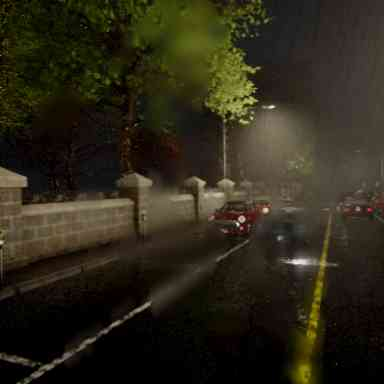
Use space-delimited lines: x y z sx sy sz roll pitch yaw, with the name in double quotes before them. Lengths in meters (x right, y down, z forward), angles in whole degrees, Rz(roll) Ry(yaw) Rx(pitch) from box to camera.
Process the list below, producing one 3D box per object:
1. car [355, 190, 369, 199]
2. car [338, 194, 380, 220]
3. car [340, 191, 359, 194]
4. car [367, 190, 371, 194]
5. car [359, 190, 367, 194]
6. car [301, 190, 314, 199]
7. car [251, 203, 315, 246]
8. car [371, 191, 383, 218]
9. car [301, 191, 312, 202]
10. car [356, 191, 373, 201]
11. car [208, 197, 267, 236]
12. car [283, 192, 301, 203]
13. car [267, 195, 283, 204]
"car" 27.876 0.381 54.681 1.752 1.417 4.829 -1 1 23
"car" 11.104 1.075 22.518 2.033 1.411 5.357 -1 1 24
"car" 18.817 0.652 40.334 1.882 1.535 5.008 -1 1 24
"car" 16.619 0.802 28.695 1.967 1.590 4.097 -1 1 23
"car" 23.331 0.497 44.191 1.967 1.590 4.097 -1 1 23
"car" 20.051 0.457 57.700 1.752 1.417 4.829 -1 1 23
"car" 4.085 1.347 14.066 1.895 1.301 4.718 -1 1 23
"car" 14.379 0.780 23.527 2.192 1.841 5.009 -1 1 23
"car" 15.576 0.656 47.368 1.752 1.417 4.829 -1 1 23
"car" 25.572 0.523 49.359 1.947 1.339 4.313 -1 1 23
"car" 2.218 1.181 16.531 1.967 1.590 4.097 -1 1 23
"car" 8.932 0.983 32.028 2.008 1.369 4.403 -1 1 23
"car" 4.454 1.078 21.694 1.967 1.590 4.097 -1 1 23
